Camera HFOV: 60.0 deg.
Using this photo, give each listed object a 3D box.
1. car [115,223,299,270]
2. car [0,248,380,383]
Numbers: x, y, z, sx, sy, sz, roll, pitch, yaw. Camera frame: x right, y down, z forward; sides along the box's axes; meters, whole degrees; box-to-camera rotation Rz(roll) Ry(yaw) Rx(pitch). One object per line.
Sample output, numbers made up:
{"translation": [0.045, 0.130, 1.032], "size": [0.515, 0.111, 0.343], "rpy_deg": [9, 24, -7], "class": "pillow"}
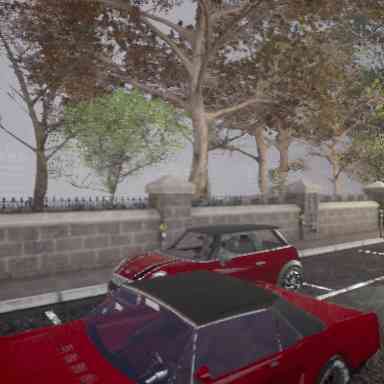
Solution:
{"translation": [0.372, 1.430, 6.822], "size": [4.097, 1.590, 1.967], "rpy_deg": [0, 0, -35], "class": "car"}
{"translation": [-0.258, 1.597, 3.180], "size": [4.718, 1.301, 1.895], "rpy_deg": [0, 0, -35], "class": "car"}
